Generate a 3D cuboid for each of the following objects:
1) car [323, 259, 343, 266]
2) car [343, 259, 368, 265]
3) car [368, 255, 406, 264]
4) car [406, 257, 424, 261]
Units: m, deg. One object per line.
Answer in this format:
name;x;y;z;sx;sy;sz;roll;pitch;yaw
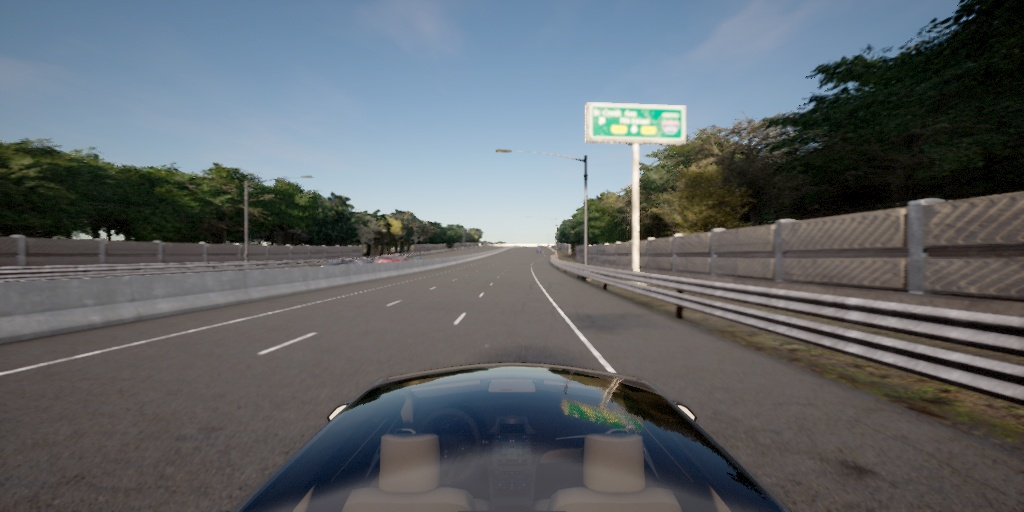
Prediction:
car;-23.643;1.149;48.532;1.837;1.490;4.892;0;1;3
car;-20.150;1.140;48.361;2.128;1.511;4.902;0;1;3
car;-16.660;0.875;48.120;2.150;2.045;5.566;0;1;3
car;-16.072;0.927;60.487;1.837;1.490;4.892;0;2;3
